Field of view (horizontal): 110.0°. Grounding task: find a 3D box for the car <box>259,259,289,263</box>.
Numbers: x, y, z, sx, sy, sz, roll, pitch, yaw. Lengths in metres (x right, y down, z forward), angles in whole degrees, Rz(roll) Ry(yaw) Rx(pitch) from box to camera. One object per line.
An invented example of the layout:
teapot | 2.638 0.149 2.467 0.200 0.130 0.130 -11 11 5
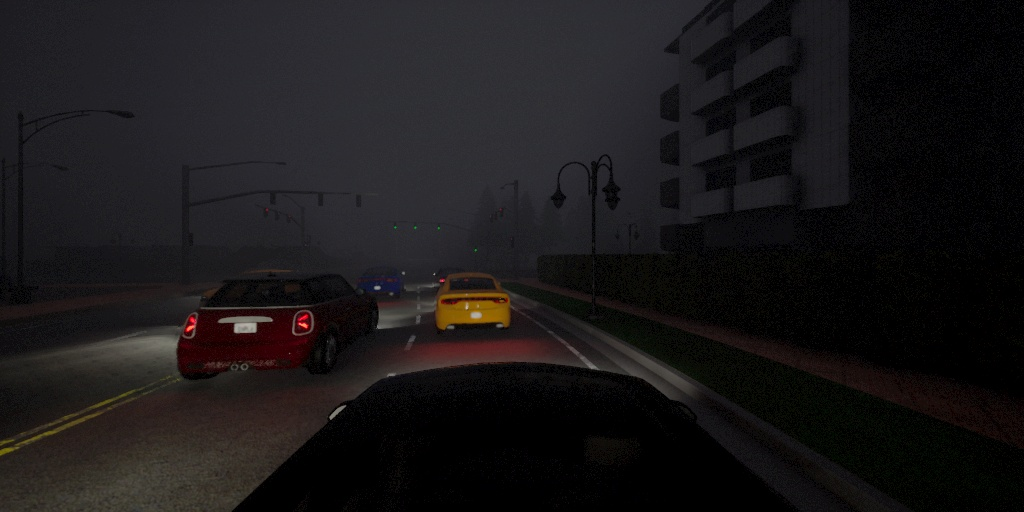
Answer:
car | -14.862 0.935 22.320 1.812 1.442 4.674 0 0 -15

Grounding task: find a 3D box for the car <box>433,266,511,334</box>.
car | -1.298 1.231 10.818 1.882 1.535 5.008 0 0 -11

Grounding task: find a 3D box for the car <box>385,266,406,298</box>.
car | -6.500 1.233 18.127 1.882 1.535 5.008 0 0 -14

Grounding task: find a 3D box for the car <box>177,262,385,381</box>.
car | -4.306 1.103 7.498 2.097 1.767 4.553 0 0 -8

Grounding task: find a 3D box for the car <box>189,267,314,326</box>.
car | -8.897 1.231 12.873 1.882 1.535 5.008 0 0 -14

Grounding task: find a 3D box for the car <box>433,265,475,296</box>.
car | -3.504 1.304 20.768 2.033 1.411 5.357 0 0 -13
